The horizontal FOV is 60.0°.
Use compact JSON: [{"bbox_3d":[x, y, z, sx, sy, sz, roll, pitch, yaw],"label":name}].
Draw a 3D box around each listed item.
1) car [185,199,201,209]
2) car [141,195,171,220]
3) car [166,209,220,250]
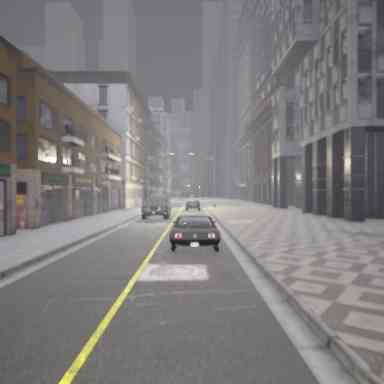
[{"bbox_3d":[0.128,1.597,43.957,2.128,1.511,4.902,0,0,0],"label":"car"},{"bbox_3d":[-3.002,1.290,28.962,2.150,2.045,5.566,0,-1,1],"label":"car"},{"bbox_3d":[0.108,1.623,14.291,1.895,1.301,4.718,0,0,0],"label":"car"}]
